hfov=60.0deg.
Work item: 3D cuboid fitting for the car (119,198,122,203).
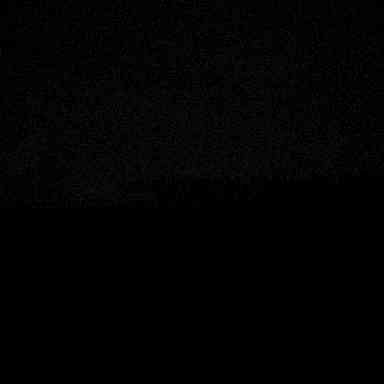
[{"bbox_3d":[-13.325,1.497,67.816,1.994,1.385,4.181,-1,-1,35],"label":"car"}]

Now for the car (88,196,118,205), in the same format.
[{"bbox_3d":[-16.103,1.480,59.102,1.882,1.535,5.008,-1,-1,35],"label":"car"}]
